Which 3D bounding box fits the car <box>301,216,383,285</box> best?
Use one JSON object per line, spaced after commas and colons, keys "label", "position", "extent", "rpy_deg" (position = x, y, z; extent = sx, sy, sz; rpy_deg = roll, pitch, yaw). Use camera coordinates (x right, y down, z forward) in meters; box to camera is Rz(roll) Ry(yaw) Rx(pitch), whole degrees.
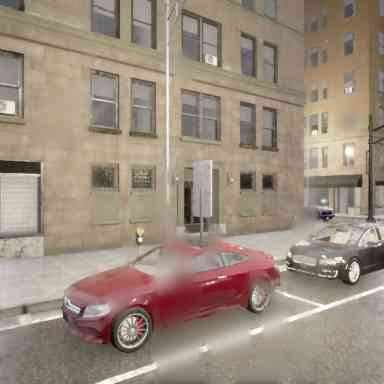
{"label": "car", "position": [4.486, 1.550, 9.367], "extent": [4.403, 1.369, 2.008], "rpy_deg": [0, 0, -35]}

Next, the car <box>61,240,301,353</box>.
{"label": "car", "position": [-0.145, 1.582, 6.076], "extent": [4.206, 1.307, 1.802], "rpy_deg": [0, 0, -35]}

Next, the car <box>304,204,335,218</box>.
{"label": "car", "position": [8.261, 1.516, 25.181], "extent": [1.895, 1.301, 4.718], "rpy_deg": [0, 0, -35]}
